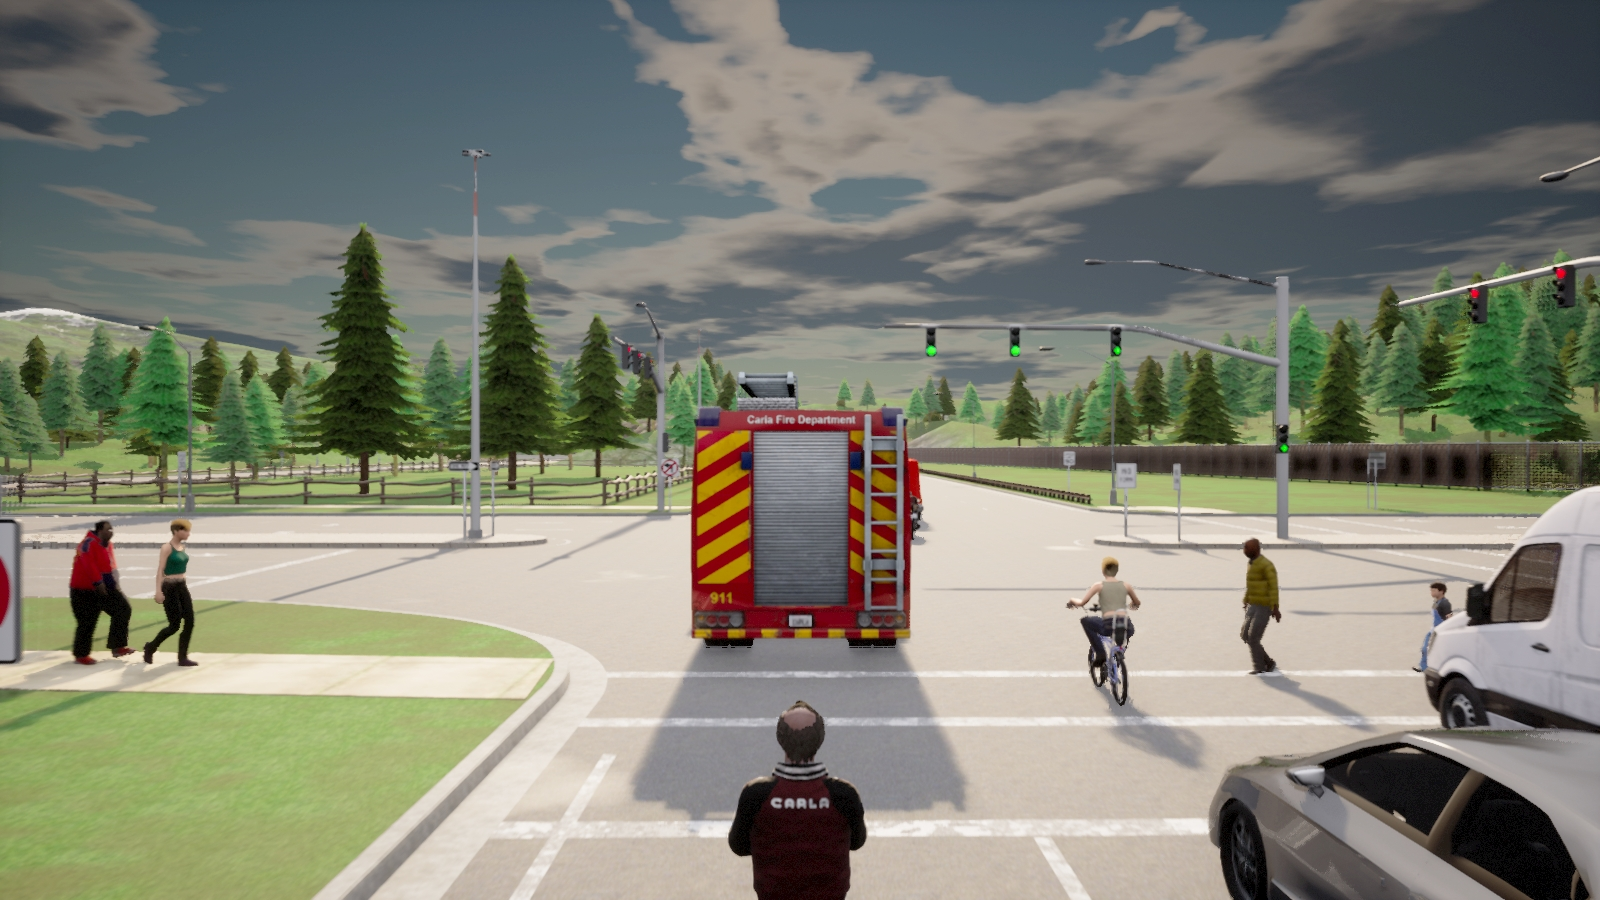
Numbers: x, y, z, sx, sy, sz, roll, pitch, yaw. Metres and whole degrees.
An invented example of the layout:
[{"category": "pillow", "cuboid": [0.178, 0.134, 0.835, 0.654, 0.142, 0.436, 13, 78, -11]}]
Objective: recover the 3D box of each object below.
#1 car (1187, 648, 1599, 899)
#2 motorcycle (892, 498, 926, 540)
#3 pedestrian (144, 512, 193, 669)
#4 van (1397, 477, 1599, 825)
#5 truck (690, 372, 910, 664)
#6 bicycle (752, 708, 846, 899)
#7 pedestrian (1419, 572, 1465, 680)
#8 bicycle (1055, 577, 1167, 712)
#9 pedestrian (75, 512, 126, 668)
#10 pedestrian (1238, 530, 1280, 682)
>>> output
[{"category": "car", "cuboid": [3.503, 2.066, 5.574, 1.816, 1.474, 4.193, 0, 0, 0]}, {"category": "motorcycle", "cuboid": [3.505, 2.205, 36.870, 0.867, 1.251, 2.209, 0, 0, 0]}, {"category": "pedestrian", "cuboid": [-7.662, 1.696, 13.878, 0.375, 1.860, 0.375, 0, 0, 6]}, {"category": "van", "cuboid": [6.997, 1.532, 8.518, 1.988, 2.561, 5.915, 0, 0, 0]}, {"category": "truck", "cuboid": [-0.001, 0.890, 19.204, 2.891, 3.827, 8.468, 0, 0, 0]}, {"category": "bicycle", "cuboid": [-0.005, 2.060, 4.924, 0.329, 1.471, 1.835, 0, 0, 0]}, {"category": "pedestrian", "cuboid": [8.041, 2.194, 14.321, 0.375, 1.300, 0.375, 0, 0, 1]}, {"category": "bicycle", "cuboid": [3.488, 2.158, 12.949, 0.859, 1.277, 1.487, 0, 0, 0]}, {"category": "pedestrian", "cuboid": [-8.561, 1.696, 13.991, 0.375, 1.860, 0.375, 0, 0, 5]}, {"category": "pedestrian", "cuboid": [5.751, 1.940, 14.317, 0.375, 1.860, 0.375, 0, 0, -1]}]
